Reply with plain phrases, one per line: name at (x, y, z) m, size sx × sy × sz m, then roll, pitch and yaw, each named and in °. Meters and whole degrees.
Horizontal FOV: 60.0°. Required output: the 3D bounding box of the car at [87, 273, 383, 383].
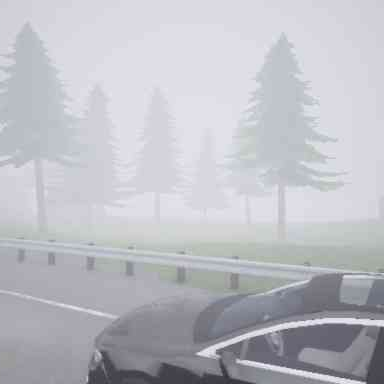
car at (1.321, 1.492, 2.733) m, size 4.902 × 1.511 × 2.128 m, roll 0°, pitch 0°, yaw 27°
